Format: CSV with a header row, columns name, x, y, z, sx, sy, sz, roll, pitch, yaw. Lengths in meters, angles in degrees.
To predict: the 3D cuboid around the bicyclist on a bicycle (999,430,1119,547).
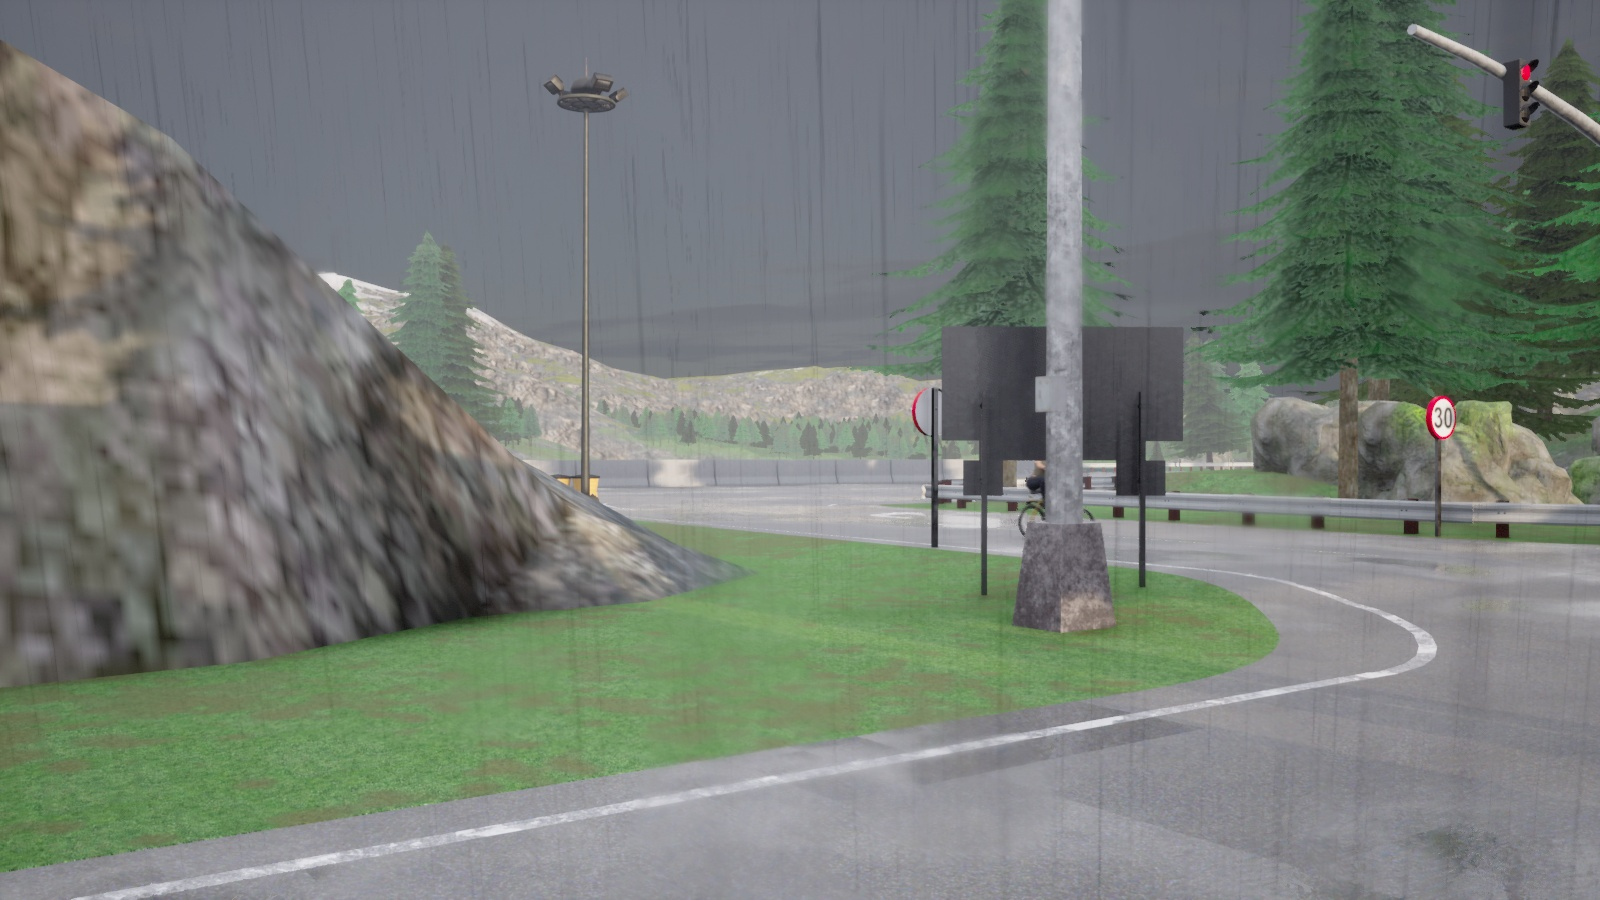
name,x,y,z,sx,sy,sz,roll,pitch,yaw
bicyclist on a bicycle,3.744,0.526,18.228,0.866,1.612,1.509,0,0,-36
